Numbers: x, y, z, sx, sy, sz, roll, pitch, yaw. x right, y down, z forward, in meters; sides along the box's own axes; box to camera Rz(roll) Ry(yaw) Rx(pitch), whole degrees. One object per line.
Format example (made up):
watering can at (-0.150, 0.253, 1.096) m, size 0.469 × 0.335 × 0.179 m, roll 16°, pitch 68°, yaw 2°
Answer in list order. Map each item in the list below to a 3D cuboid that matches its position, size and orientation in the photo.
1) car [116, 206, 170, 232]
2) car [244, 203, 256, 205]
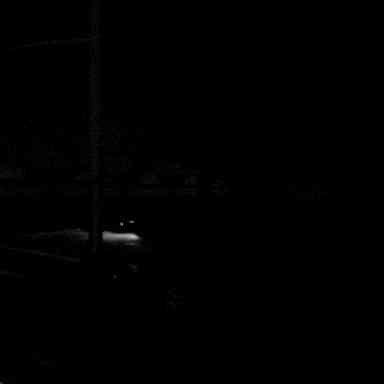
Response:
car at (-2.871, 1.704, 22.222) m, size 1.837 × 1.490 × 4.892 m, roll 0°, pitch 0°, yaw 36°
car at (5.597, 1.799, 33.991) m, size 1.895 × 1.301 × 4.718 m, roll 0°, pitch 0°, yaw 36°
